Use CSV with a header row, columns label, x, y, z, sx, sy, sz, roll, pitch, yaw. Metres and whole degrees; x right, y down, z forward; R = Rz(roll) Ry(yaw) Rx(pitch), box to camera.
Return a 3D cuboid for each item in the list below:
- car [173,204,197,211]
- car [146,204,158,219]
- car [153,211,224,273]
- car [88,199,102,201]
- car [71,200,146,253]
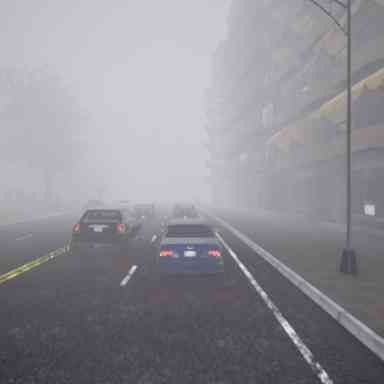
label,x,y,z,sx,sy,sz,roll,pitch,yaw
car,-0.613,1.642,28.047,1.895,1.301,4.718,0,0,-2
car,-3.861,1.642,27.938,1.895,1.301,4.718,0,0,-2
car,-0.079,1.563,10.652,2.033,1.411,5.357,0,0,-1
car,-11.041,1.536,37.809,1.882,1.535,5.008,0,0,-3
car,-3.382,1.372,14.021,2.097,1.767,4.553,0,0,-1
